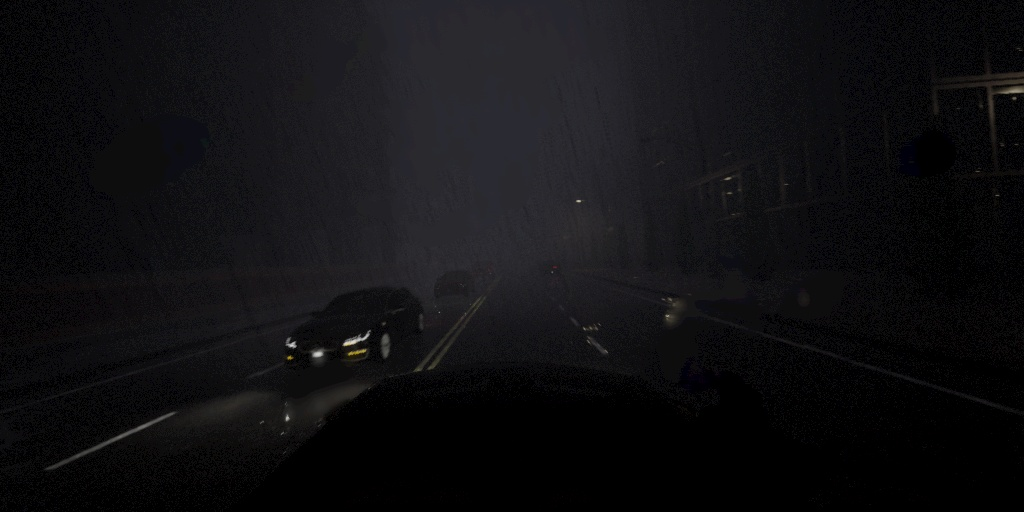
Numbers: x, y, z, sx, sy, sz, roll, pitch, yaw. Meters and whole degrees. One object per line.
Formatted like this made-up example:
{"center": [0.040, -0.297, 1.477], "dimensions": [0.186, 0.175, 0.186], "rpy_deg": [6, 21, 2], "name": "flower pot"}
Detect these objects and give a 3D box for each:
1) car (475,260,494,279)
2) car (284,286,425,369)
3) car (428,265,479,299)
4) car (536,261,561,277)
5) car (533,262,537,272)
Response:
{"center": [-3.219, 1.500, 40.482], "dimensions": [2.150, 2.045, 5.566], "rpy_deg": [-4, -1, 1], "name": "car"}
{"center": [-3.549, 1.565, 8.984], "dimensions": [1.837, 1.490, 4.892], "rpy_deg": [-4, 0, 0], "name": "car"}
{"center": [-3.440, 1.634, 22.117], "dimensions": [1.882, 1.535, 5.008], "rpy_deg": [-4, 0, 1], "name": "car"}
{"center": [3.801, 1.252, 36.002], "dimensions": [1.837, 1.490, 4.892], "rpy_deg": [-4, 0, 1], "name": "car"}
{"center": [3.887, 1.367, 48.852], "dimensions": [1.812, 1.442, 4.674], "rpy_deg": [-4, 0, 1], "name": "car"}
